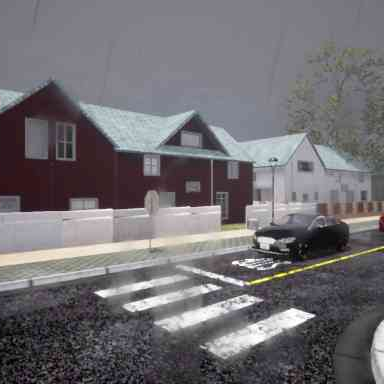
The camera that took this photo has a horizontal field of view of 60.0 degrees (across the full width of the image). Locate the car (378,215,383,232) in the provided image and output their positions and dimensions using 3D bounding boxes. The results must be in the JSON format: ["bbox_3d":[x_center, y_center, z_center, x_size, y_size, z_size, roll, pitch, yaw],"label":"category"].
[{"bbox_3d":[13.348,1.651,20.687,5.008,1.535,1.882,0,0,-41],"label":"car"}]

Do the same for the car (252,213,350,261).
[{"bbox_3d":[4.296,1.584,12.804,4.902,1.511,2.128,1,0,-41],"label":"car"}]
